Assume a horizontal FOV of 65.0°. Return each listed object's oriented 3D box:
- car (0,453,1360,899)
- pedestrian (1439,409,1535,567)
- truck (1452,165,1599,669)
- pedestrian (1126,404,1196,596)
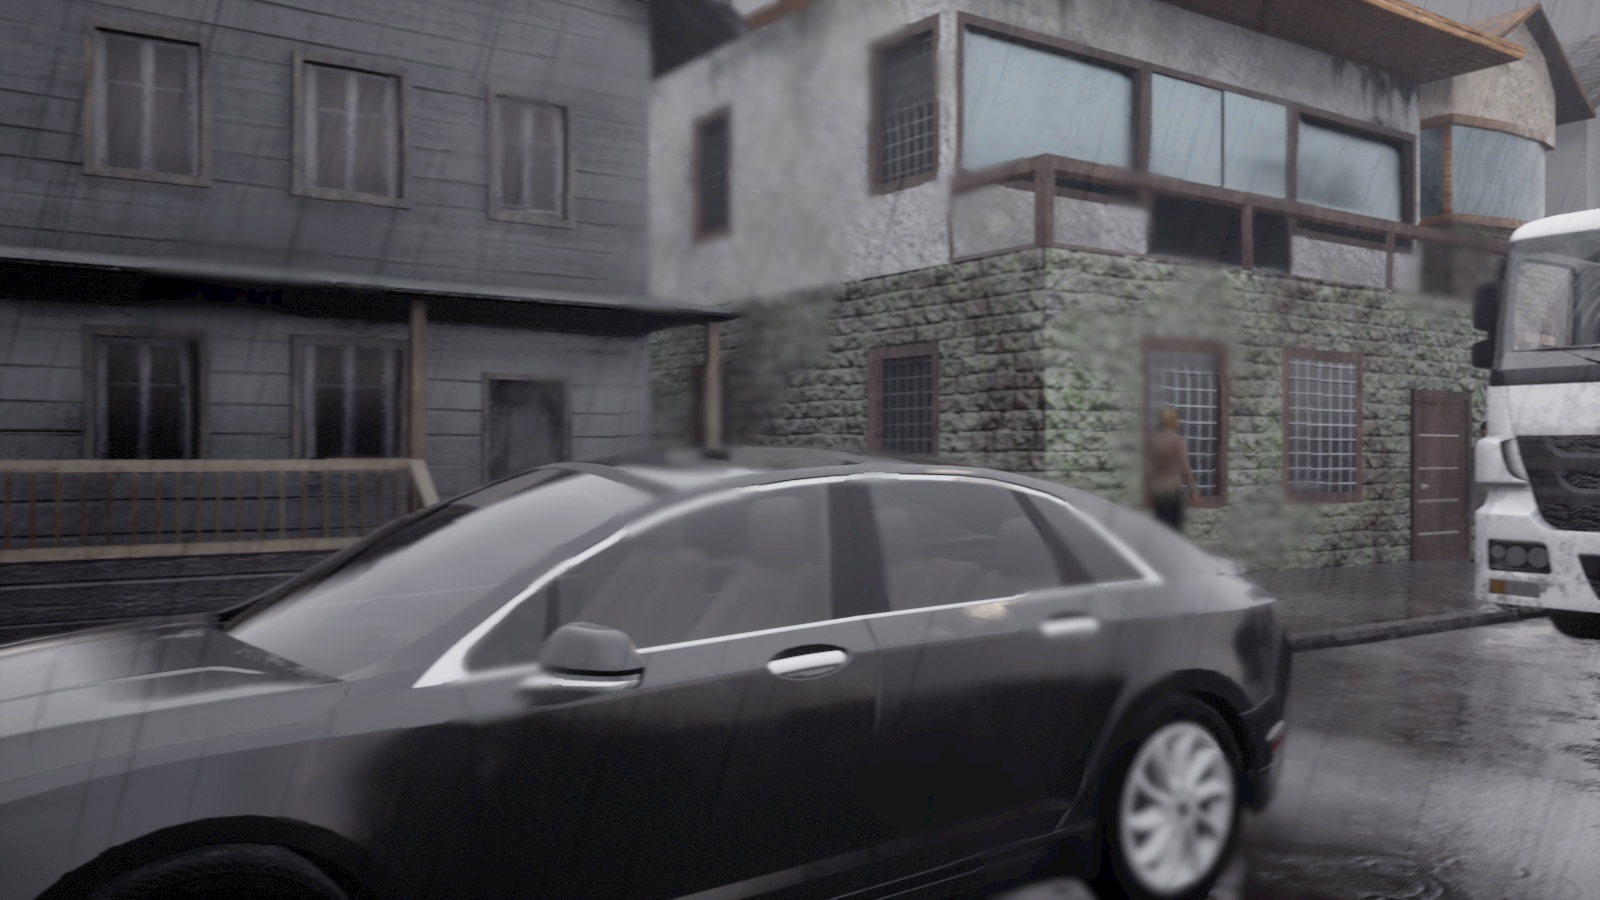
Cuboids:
[{"bbox_3d":[-0.498,0.760,3.923,4.892,1.490,1.837,0,0,-35],"label":"car"},{"bbox_3d":[8.750,0.475,16.000,0.873,1.952,0.659,0,0,-21],"label":"pedestrian"},{"bbox_3d":[8.998,-0.230,10.530,7.936,3.462,2.891,0,0,-35],"label":"truck"},{"bbox_3d":[3.561,0.477,12.381,0.634,1.846,0.331,0,0,-34],"label":"pedestrian"}]
